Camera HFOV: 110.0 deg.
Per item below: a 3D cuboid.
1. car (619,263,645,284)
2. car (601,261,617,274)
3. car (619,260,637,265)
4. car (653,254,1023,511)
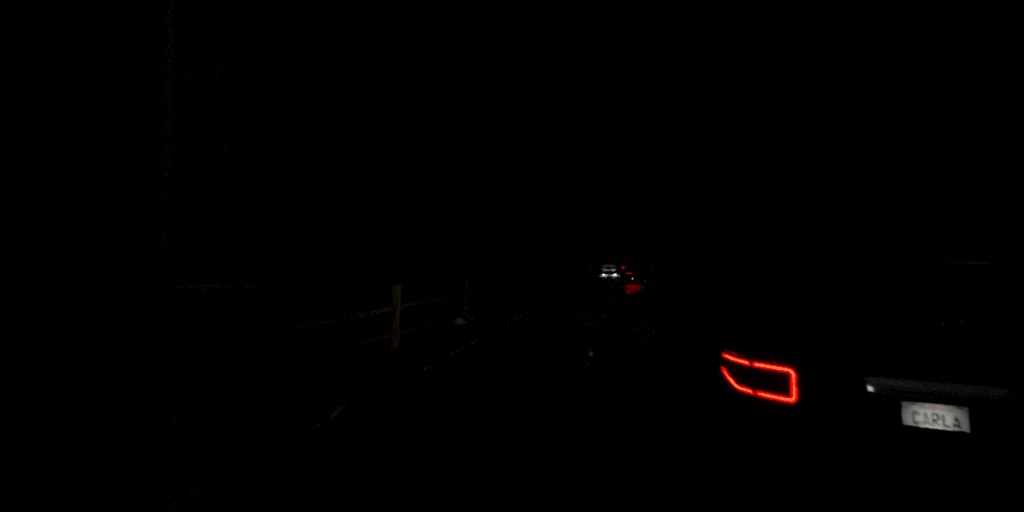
[{"bbox_3d":[10.955,1.689,32.717,1.837,1.490,4.892,0,-1,17],"label":"car"},{"bbox_3d":[14.982,1.711,55.268,2.150,2.045,5.566,0,-1,17],"label":"car"},{"bbox_3d":[13.928,1.547,42.550,2.150,2.045,5.566,0,-1,17],"label":"car"},{"bbox_3d":[3.161,1.026,4.572,2.150,2.045,5.566,0,-1,17],"label":"car"}]
